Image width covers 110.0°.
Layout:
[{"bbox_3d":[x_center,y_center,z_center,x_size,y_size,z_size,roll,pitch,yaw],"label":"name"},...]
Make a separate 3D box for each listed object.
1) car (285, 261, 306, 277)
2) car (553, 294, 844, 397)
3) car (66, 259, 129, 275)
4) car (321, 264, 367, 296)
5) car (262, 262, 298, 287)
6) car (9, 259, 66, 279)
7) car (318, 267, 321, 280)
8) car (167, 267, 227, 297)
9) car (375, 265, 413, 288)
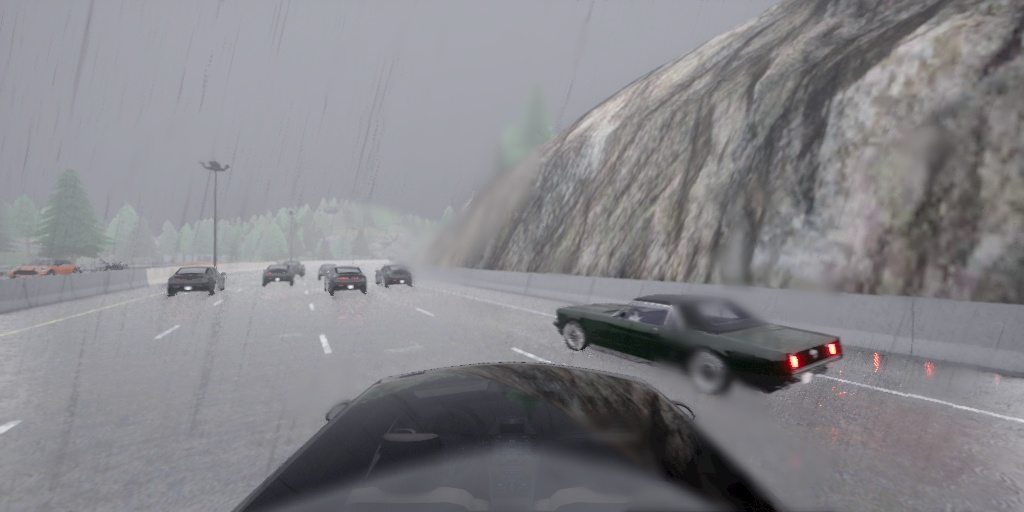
[{"bbox_3d":[-23.391,1.297,38.313,2.097,1.767,4.553,0,0,-26],"label":"car"},{"bbox_3d":[2.866,1.383,6.777,1.895,1.301,4.718,0,0,-31],"label":"car"},{"bbox_3d":[-35.910,1.035,31.573,2.128,1.511,4.902,0,0,-26],"label":"car"},{"bbox_3d":[-9.552,1.355,20.484,1.837,1.490,4.892,0,-1,-31],"label":"car"},{"bbox_3d":[-17.176,1.384,26.521,1.837,1.490,4.892,0,-1,-30],"label":"car"},{"bbox_3d":[-39.066,1.044,30.059,2.097,1.767,4.553,0,0,-26],"label":"car"},{"bbox_3d":[-17.402,1.473,34.131,2.033,1.411,5.357,0,0,-27],"label":"car"},{"bbox_3d":[-17.383,1.347,19.926,1.837,1.490,4.892,0,0,-31],"label":"car"},{"bbox_3d":[-8.379,1.388,25.330,1.837,1.490,4.892,0,0,-31],"label":"car"}]
